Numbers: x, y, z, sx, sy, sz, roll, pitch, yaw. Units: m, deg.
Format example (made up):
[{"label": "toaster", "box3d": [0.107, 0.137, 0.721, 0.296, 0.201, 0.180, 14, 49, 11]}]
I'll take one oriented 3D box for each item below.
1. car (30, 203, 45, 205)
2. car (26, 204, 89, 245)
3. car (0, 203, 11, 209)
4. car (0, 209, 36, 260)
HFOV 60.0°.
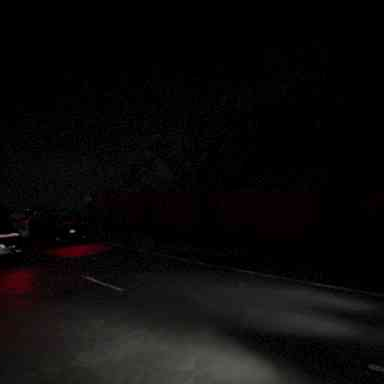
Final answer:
[{"label": "car", "box3d": [-15.293, 1.784, 33.058, 1.812, 1.442, 4.674, 0, 0, -19]}, {"label": "car", "box3d": [-6.770, 1.603, 16.618, 1.882, 1.535, 5.008, 0, 0, -37]}, {"label": "car", "box3d": [-18.357, 1.739, 31.284, 1.882, 1.535, 5.008, 0, 0, -20]}, {"label": "car", "box3d": [-7.554, 1.595, 12.018, 2.128, 1.511, 4.902, 0, 0, -40]}]
